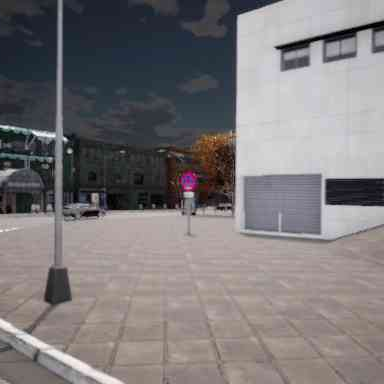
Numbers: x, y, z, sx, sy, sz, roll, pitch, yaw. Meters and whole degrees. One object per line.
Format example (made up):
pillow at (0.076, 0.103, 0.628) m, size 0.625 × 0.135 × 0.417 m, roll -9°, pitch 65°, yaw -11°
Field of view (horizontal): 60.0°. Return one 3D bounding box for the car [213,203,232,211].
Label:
car at (5.681, 2.733, 60.676) m, size 1.895 × 1.301 × 4.718 m, roll 1°, pitch 0°, yaw 36°

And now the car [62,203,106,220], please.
car at (-10.339, 1.823, 31.643) m, size 2.128 × 1.511 × 4.902 m, roll 1°, pitch -1°, yaw 28°
